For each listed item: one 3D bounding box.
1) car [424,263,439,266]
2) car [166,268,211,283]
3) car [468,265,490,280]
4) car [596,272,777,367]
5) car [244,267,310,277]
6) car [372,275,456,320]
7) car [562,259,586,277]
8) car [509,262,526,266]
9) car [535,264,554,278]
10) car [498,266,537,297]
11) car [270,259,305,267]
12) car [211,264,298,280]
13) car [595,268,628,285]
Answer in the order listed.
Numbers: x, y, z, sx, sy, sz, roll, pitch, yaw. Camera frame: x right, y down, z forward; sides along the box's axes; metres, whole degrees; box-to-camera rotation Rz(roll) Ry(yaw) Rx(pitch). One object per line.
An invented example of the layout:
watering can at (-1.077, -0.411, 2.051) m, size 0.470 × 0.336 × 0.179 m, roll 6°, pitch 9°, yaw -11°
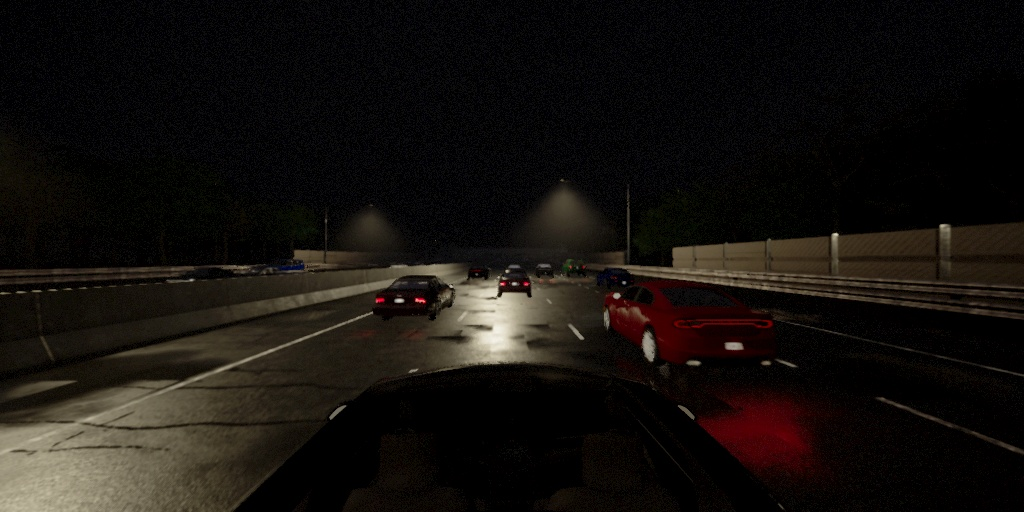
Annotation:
car at (-13.629, 1.974, 63.747) m, size 1.994 × 1.385 × 4.181 m, roll 0°, pitch -1°, yaw 1°
car at (-21.036, 1.527, 24.671) m, size 1.812 × 1.442 × 4.674 m, roll 0°, pitch -1°, yaw 0°
car at (-3.269, 1.603, 36.021) m, size 1.882 × 1.535 × 5.008 m, roll 0°, pitch -1°, yaw 0°
car at (3.507, 1.300, 8.132) m, size 1.882 × 1.535 × 5.008 m, roll 0°, pitch -1°, yaw 0°
car at (-14.048, 1.581, 22.636) m, size 1.895 × 1.301 × 4.718 m, roll 0°, pitch -1°, yaw 0°
car at (-3.383, 1.426, 13.307) m, size 2.033 × 1.411 × 5.357 m, roll 0°, pitch -1°, yaw 0°
car at (7.285, 1.417, 42.498) m, size 2.150 × 2.045 × 5.566 m, roll 0°, pitch 0°, yaw 1°
car at (0.283, 1.747, 43.112) m, size 2.033 × 1.411 × 5.357 m, roll 0°, pitch -1°, yaw 0°
car at (3.670, 1.673, 41.247) m, size 2.128 × 1.511 × 4.902 m, roll 0°, pitch -1°, yaw 0°
car at (0.145, 1.510, 20.795) m, size 2.033 × 1.411 × 5.357 m, roll 0°, pitch -1°, yaw 0°
car at (-24.447, 1.371, 38.328) m, size 2.150 × 2.045 × 5.566 m, roll 0°, pitch -1°, yaw 0°
car at (-17.536, 1.496, 24.825) m, size 2.128 × 1.511 × 4.902 m, roll 0°, pitch -1°, yaw 0°
car at (7.174, 1.537, 25.206) m, size 1.812 × 1.442 × 4.674 m, roll 0°, pitch -1°, yaw 0°
